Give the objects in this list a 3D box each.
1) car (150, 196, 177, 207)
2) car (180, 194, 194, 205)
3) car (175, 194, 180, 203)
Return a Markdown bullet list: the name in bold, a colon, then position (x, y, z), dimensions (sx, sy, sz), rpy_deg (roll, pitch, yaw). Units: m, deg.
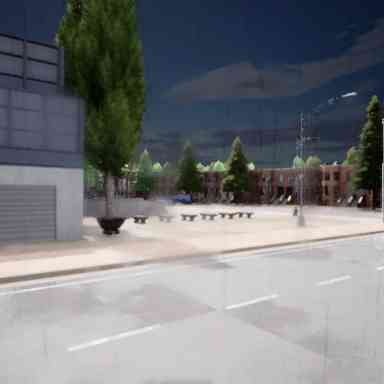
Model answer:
- **car**: position (-5.276, 1.716, 53.852), dimensions (4.674, 1.442, 1.812), rpy_deg (0, -1, 25)
- **car**: position (-2.336, 1.475, 64.162), dimensions (5.566, 2.045, 2.150), rpy_deg (1, 0, 23)
- **car**: position (-5.106, 1.559, 57.594), dimensions (4.553, 1.767, 2.097), rpy_deg (0, 0, 23)
